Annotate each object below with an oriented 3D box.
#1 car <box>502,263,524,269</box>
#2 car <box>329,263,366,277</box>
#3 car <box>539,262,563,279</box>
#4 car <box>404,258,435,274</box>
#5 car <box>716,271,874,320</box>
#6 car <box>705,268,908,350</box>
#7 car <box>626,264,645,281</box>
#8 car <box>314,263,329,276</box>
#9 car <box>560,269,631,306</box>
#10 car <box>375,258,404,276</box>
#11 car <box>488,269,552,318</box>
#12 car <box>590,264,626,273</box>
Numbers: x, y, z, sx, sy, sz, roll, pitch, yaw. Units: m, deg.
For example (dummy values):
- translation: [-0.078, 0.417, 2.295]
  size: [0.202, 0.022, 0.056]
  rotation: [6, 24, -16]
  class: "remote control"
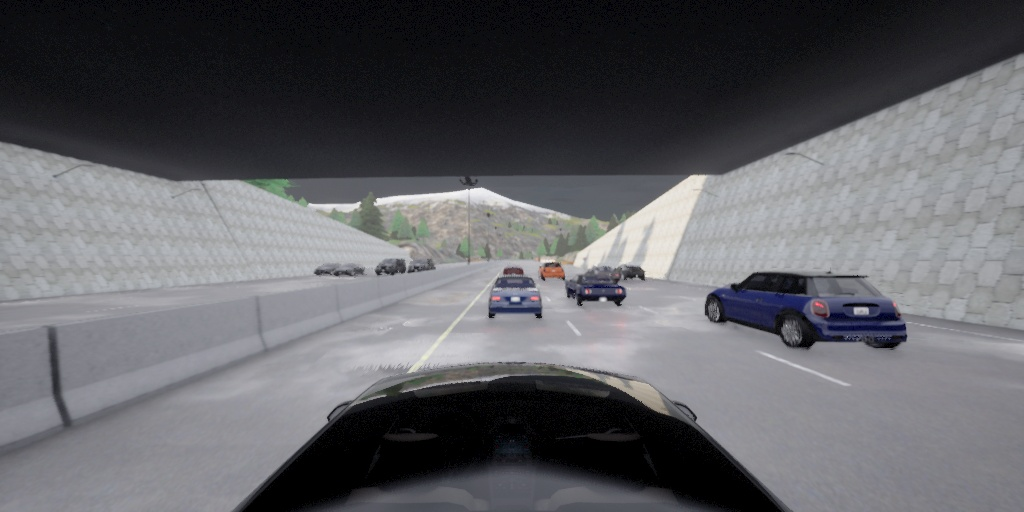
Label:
- translation: [0.135, 1.447, 33.742]
  size: [1.882, 1.535, 5.008]
  rotation: [0, 0, 0]
  class: "car"
- translation: [-17.549, 1.515, 39.068]
  size: [1.837, 1.490, 4.892]
  rotation: [0, -1, 0]
  class: "car"
- translation: [3.633, 1.319, 33.437]
  size: [2.097, 1.767, 4.553]
  rotation: [0, 0, 0]
  class: "car"
- translation: [-10.541, 1.251, 42.226]
  size: [2.150, 2.045, 5.566]
  rotation: [0, 0, 0]
  class: "car"
- translation: [10.607, 1.382, 14.194]
  size: [2.033, 1.411, 5.357]
  rotation: [0, 0, 0]
  class: "car"
- translation: [7.102, 1.154, 9.412]
  size: [2.097, 1.767, 4.553]
  rotation: [0, 0, 0]
  class: "car"
- translation: [10.633, 1.468, 32.938]
  size: [1.837, 1.490, 4.892]
  rotation: [0, 0, 0]
  class: "car"
- translation: [-21.038, 1.532, 41.699]
  size: [1.837, 1.490, 4.892]
  rotation: [0, -1, 0]
  class: "car"
- translation: [3.609, 1.451, 16.407]
  size: [1.895, 1.301, 4.718]
  rotation: [0, 0, 0]
  class: "car"
- translation: [-14.040, 1.250, 41.900]
  size: [2.150, 2.045, 5.566]
  rotation: [0, -1, 0]
  class: "car"
- translation: [0.106, 1.378, 13.398]
  size: [2.033, 1.411, 5.357]
  rotation: [0, 0, 0]
  class: "car"
- translation: [7.127, 1.482, 28.789]
  size: [2.033, 1.411, 5.357]
  rotation: [0, 0, 0]
  class: "car"
